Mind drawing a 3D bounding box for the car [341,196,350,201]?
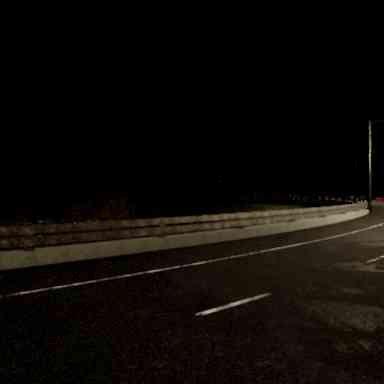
[{"bbox_3d":[40.368,1.785,86.203,2.128,1.511,4.902,0,0,3],"label":"car"}]

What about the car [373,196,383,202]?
[{"bbox_3d":[43.093,1.597,77.686,1.994,1.385,4.181,0,0,5],"label":"car"}]

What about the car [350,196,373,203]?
[{"bbox_3d":[39.591,1.750,77.923,2.128,1.511,4.902,0,0,5],"label":"car"}]
